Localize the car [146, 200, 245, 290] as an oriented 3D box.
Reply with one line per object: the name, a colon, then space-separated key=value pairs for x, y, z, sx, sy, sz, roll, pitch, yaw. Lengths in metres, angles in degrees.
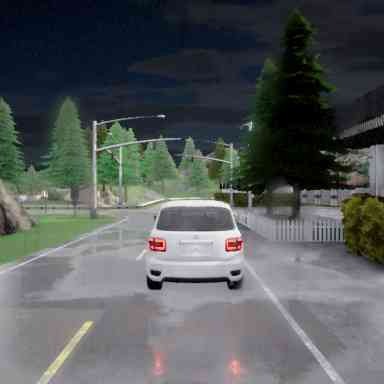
car: x=0.063 y=1.221 z=9.234 sx=2.150 sy=2.045 sz=5.566 roll=0 pitch=0 yaw=0

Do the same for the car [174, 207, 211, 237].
car: x=0.015 y=1.601 z=18.997 sx=1.895 sy=1.301 sz=4.718 roll=0 pitch=0 yaw=0
